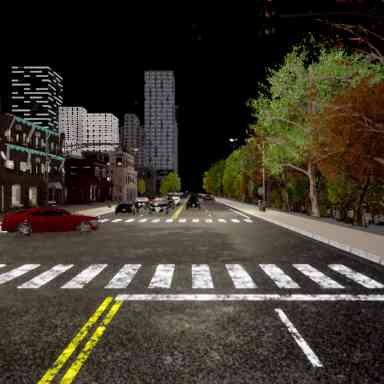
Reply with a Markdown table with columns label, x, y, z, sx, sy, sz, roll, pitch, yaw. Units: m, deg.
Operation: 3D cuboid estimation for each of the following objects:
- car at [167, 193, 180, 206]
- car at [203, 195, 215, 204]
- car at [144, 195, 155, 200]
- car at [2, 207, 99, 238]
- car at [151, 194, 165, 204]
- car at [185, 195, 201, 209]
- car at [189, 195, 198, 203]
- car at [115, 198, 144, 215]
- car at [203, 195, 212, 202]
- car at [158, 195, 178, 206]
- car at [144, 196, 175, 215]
| label | x | y | z | sx | sy | sz | roll | pitch | yaw |
| --- | --- | --- | --- | --- | --- | --- | --- | --- | --- |
| car | -3.206 | 1.202 | 55.229 | 2.150 | 2.045 | 5.566 | 0 | 0 | 1 |
| car | 3.480 | 1.468 | 64.015 | 2.128 | 1.511 | 4.902 | 0 | 0 | 0 |
| car | -6.504 | 1.477 | 42.832 | 2.128 | 1.511 | 4.902 | 0 | 0 | 0 |
| car | -7.296 | 1.520 | 17.465 | 4.674 | 1.442 | 1.812 | 0 | 0 | -19 |
| car | -6.425 | 1.329 | 62.643 | 2.097 | 1.767 | 4.553 | 0 | 0 | 1 |
| car | 0.194 | 1.510 | 44.857 | 1.812 | 1.442 | 4.674 | 0 | 0 | 0 |
| car | 0.239 | 1.481 | 67.928 | 1.837 | 1.490 | 4.892 | 0 | 1 | 0 |
| car | -6.524 | 1.554 | 33.955 | 1.994 | 1.385 | 4.181 | 0 | 0 | 0 |
| car | 3.399 | 1.448 | 74.284 | 1.882 | 1.535 | 5.008 | 0 | 0 | 0 |
| car | -3.244 | 1.490 | 44.504 | 1.837 | 1.490 | 4.892 | 0 | 0 | 0 |
| car | -3.272 | 1.481 | 34.262 | 2.128 | 1.511 | 4.902 | 0 | 0 | 0 |
